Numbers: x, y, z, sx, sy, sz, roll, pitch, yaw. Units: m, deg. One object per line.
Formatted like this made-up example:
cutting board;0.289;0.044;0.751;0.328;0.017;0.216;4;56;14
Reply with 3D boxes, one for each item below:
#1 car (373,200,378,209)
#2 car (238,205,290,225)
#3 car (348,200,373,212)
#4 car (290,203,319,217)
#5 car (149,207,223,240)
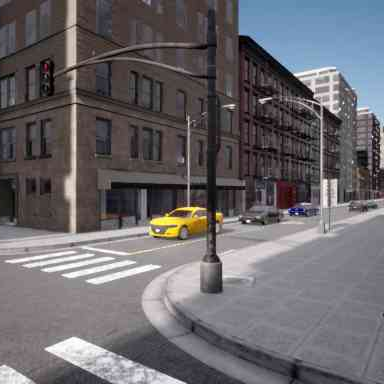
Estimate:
car;27.777;1.904;52.043;1.994;1.385;4.181;0;0;35
car;5.551;1.704;25.932;2.033;1.411;5.357;0;0;35
car;22.023;1.781;43.966;2.128;1.511;4.902;0;0;36
car;11.535;1.815;34.314;1.895;1.301;4.718;0;0;36
car;-0.188;1.575;17.872;1.882;1.535;5.008;0;0;35
